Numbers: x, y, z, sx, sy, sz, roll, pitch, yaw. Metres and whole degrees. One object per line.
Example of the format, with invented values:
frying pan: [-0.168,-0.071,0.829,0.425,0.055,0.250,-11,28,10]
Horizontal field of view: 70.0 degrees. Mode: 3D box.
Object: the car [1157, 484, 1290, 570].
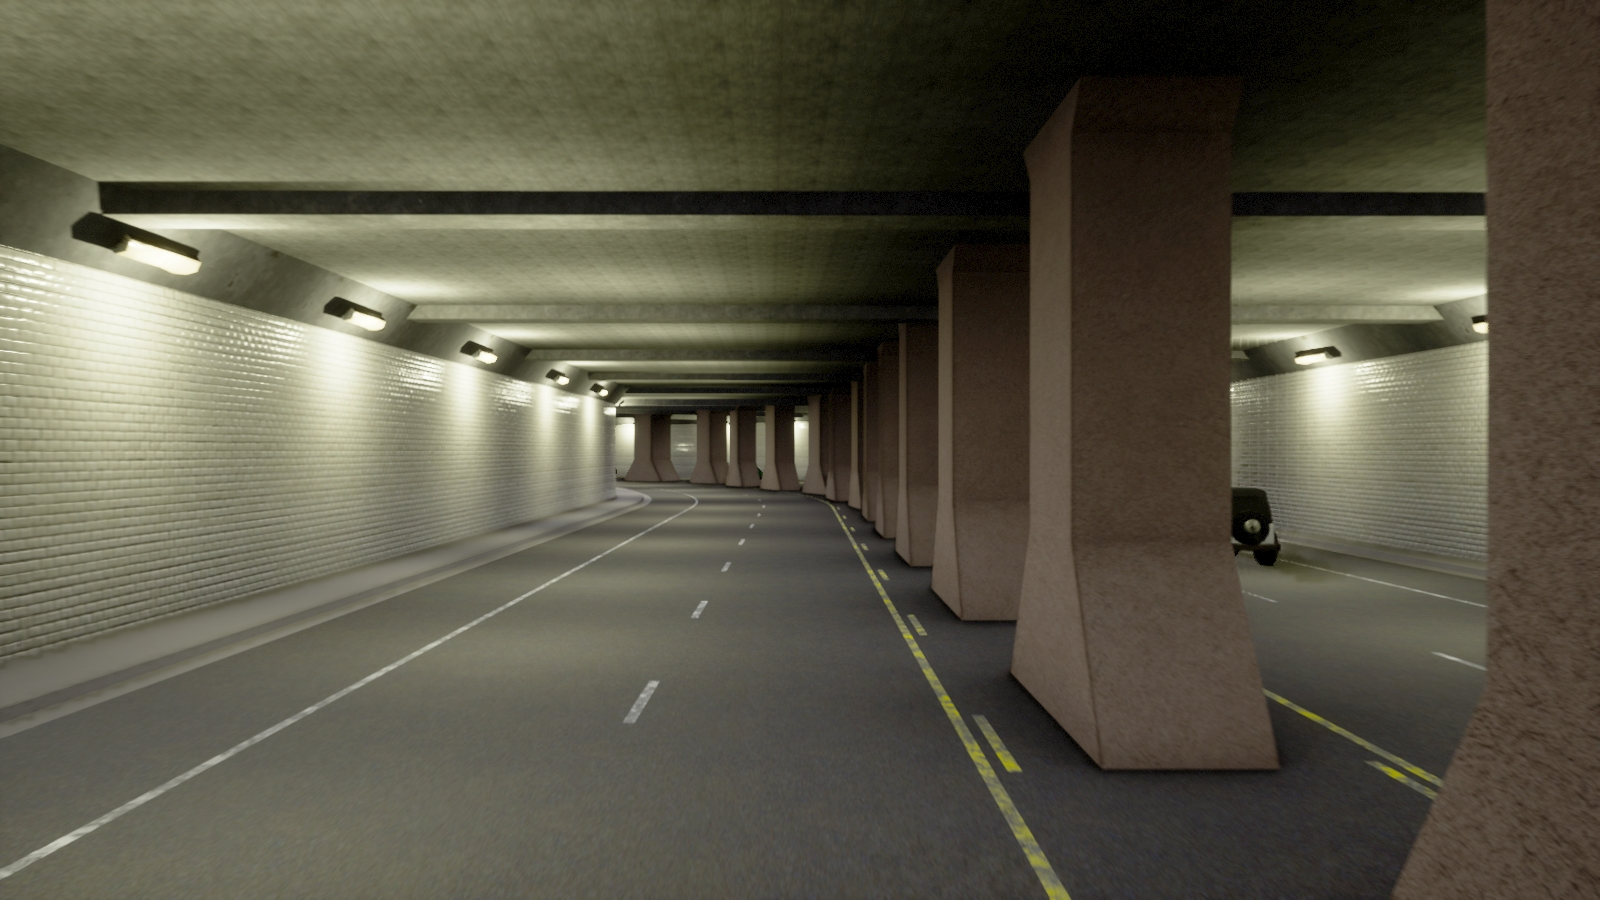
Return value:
car: [10.488,1.857,28.617,1.905,1.878,3.866,0,0,0]
